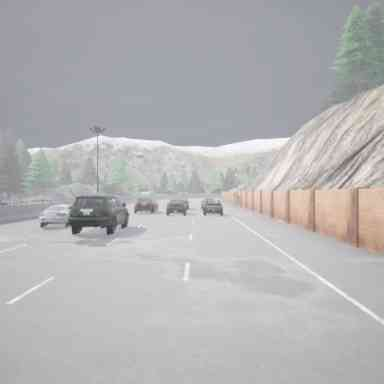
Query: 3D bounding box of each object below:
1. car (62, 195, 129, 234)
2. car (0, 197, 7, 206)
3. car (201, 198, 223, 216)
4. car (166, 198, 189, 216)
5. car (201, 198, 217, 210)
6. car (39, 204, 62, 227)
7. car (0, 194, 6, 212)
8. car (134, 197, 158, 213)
[{"bbox_3d":[-5.172,1.213,19.135,2.150,2.045,5.566,0,-1,1],"label":"car"},{"bbox_3d":[-19.169,1.493,30.905,2.128,1.511,4.902,0,0,1],"label":"car"},{"bbox_3d":[2.013,1.491,32.792,2.128,1.511,4.902,0,0,1],"label":"car"},{"bbox_3d":[-1.486,1.505,32.972,1.837,1.490,4.892,0,0,0],"label":"car"},{"bbox_3d":[2.148,1.525,43.243,1.812,1.442,4.674,0,0,1],"label":"car"},{"bbox_3d":[-8.624,1.525,22.483,1.812,1.442,4.674,0,0,1],"label":"car"},{"bbox_3d":[-22.567,1.226,35.483,2.150,2.045,5.566,0,0,1],"label":"car"},{"bbox_3d":[-4.937,1.352,36.501,2.097,1.767,4.553,0,0,1],"label":"car"}]
